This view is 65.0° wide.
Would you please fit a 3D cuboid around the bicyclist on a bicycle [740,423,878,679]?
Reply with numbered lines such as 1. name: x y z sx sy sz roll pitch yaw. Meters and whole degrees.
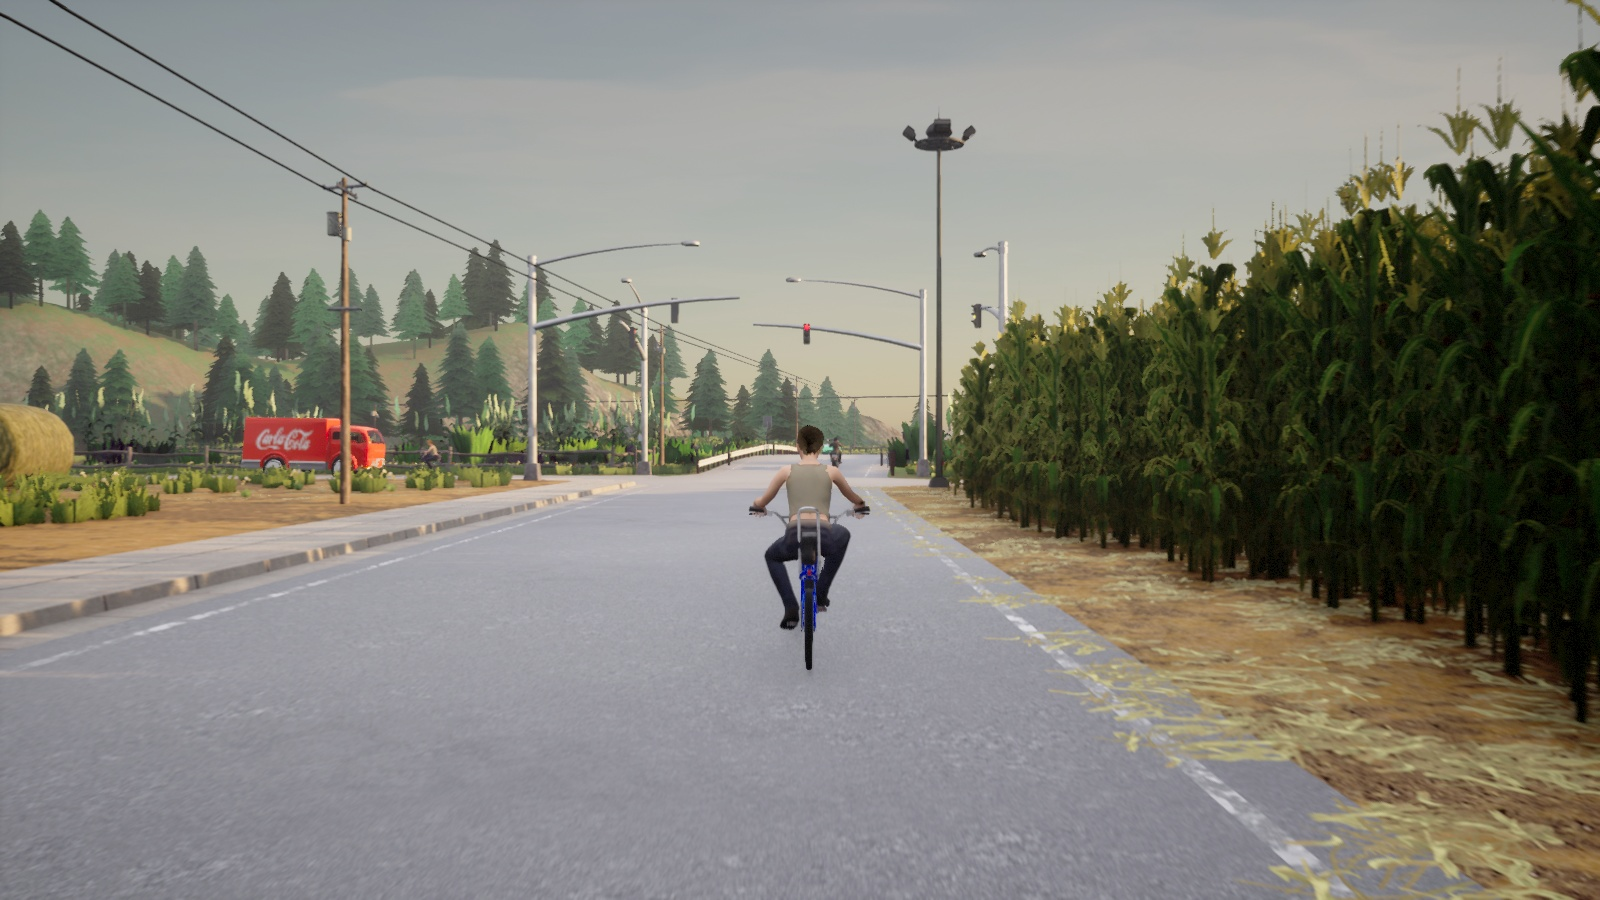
1. bicyclist on a bicycle: 0.063 0.635 8.691 0.866 1.612 1.509 0 0 1

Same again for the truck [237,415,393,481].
1. truck: -19.526 -0.097 50.742 5.204 2.467 2.627 2 0 3
